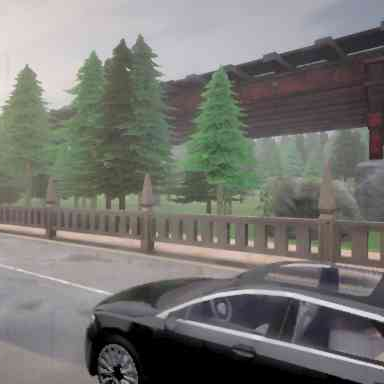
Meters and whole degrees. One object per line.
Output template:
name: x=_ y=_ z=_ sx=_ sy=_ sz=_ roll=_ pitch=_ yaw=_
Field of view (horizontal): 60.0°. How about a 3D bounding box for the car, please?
car: x=0.953 y=1.492 z=3.314 sx=4.902 sy=1.511 sz=2.128 roll=0 pitch=0 yaw=36
